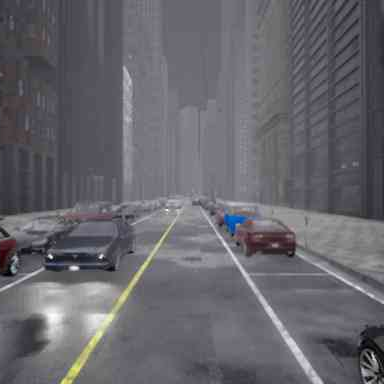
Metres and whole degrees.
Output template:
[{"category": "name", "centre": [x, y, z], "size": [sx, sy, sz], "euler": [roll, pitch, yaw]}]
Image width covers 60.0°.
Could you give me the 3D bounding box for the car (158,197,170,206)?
[{"category": "car", "centre": [-5.767, 1.917, 69.347], "size": [2.192, 1.841, 5.009], "euler": [0, -1, 0]}]

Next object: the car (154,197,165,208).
[{"category": "car", "centre": [-5.766, 1.974, 52.348], "size": [1.752, 1.417, 4.829], "euler": [0, -1, 0]}]

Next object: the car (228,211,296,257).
[{"category": "car", "centre": [2.763, 1.655, 13.269], "size": [1.887, 1.381, 4.507], "euler": [0, 0, 0]}]

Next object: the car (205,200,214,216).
[{"category": "car", "centre": [2.761, 1.866, 35.704], "size": [1.947, 1.339, 4.313], "euler": [0, -1, 0]}]

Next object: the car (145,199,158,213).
[{"category": "car", "centre": [-5.765, 1.901, 41.299], "size": [2.008, 1.369, 4.403], "euler": [0, -1, 0]}]

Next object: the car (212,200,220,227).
[{"category": "car", "centre": [2.762, 1.644, 24.487], "size": [1.967, 1.590, 4.097], "euler": [0, 0, 0]}]

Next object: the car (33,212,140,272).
[{"category": "car", "centre": [-3.102, 1.643, 11.419], "size": [2.033, 1.411, 5.357], "euler": [0, 0, 0]}]

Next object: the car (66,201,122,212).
[{"category": "car", "centre": [-5.762, 1.472, 18.864], "size": [2.192, 1.841, 5.009], "euler": [0, 0, 0]}]

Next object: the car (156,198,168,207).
[{"category": "car", "centre": [-5.767, 1.991, 63.737], "size": [1.967, 1.590, 4.097], "euler": [0, -1, 0]}]

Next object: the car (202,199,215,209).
[{"category": "car", "centre": [2.759, 1.981, 46.922], "size": [1.802, 1.307, 4.206], "euler": [0, -1, 0]}]

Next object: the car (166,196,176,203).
[{"category": "car", "centre": [-5.769, 2.122, 91.784], "size": [2.192, 1.841, 5.009], "euler": [0, -1, 0]}]

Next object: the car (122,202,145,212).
[{"category": "car", "centre": [-5.764, 1.818, 30.081], "size": [1.947, 1.339, 4.313], "euler": [0, 0, 0]}]

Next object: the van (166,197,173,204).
[{"category": "van", "centre": [-5.769, 2.097, 86.175], "size": [1.690, 1.788, 3.998], "euler": [0, -1, 0]}]

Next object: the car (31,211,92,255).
[{"category": "car", "centre": [-5.762, 1.662, 13.253], "size": [2.008, 1.369, 4.403], "euler": [0, 0, 0]}]

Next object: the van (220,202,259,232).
[{"category": "van", "centre": [2.762, 1.498, 18.879], "size": [1.690, 1.788, 3.998], "euler": [0, 0, 0]}]

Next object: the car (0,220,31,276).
[{"category": "car", "centre": [-5.762, 1.504, 7.645], "size": [1.967, 1.590, 4.097], "euler": [0, 0, 0]}]

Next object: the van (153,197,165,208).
[{"category": "van", "centre": [-5.766, 1.842, 58.129], "size": [1.690, 1.788, 3.998], "euler": [0, -1, 0]}]

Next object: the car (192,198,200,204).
[{"category": "car", "centre": [0.894, 2.228, 80.310], "size": [1.812, 1.442, 4.674], "euler": [0, -1, 0]}]

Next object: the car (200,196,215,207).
[{"category": "car", "centre": [2.759, 1.765, 52.533], "size": [2.192, 1.841, 5.009], "euler": [0, -1, 0]}]

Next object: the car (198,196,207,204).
[{"category": "car", "centre": [2.756, 2.071, 86.186], "size": [2.192, 1.841, 5.009], "euler": [0, -1, 0]}]

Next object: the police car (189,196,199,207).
[{"category": "police car", "centre": [0.895, 1.983, 64.421], "size": [1.930, 1.638, 5.238], "euler": [0, -1, 0]}]

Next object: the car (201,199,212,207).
[{"category": "car", "centre": [2.758, 2.078, 63.919], "size": [1.752, 1.417, 4.829], "euler": [0, -1, 0]}]

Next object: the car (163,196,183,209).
[{"category": "car", "centre": [-3.061, 1.689, 54.471], "size": [2.150, 2.045, 5.566], "euler": [0, 0, 0]}]

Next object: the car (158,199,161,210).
[{"category": "car", "centre": [-5.766, 1.982, 46.908], "size": [1.802, 1.307, 4.206], "euler": [0, -1, 0]}]

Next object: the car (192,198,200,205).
[{"category": "car", "centre": [0.894, 2.173, 74.310], "size": [1.812, 1.442, 4.674], "euler": [0, -1, 0]}]

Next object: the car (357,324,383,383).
[{"category": "car", "centre": [2.764, 1.584, 2.051], "size": [1.947, 1.339, 4.313], "euler": [0, 0, 0]}]

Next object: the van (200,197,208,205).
[{"category": "van", "centre": [2.757, 1.994, 74.968], "size": [1.690, 1.788, 3.998], "euler": [0, -1, 0]}]
